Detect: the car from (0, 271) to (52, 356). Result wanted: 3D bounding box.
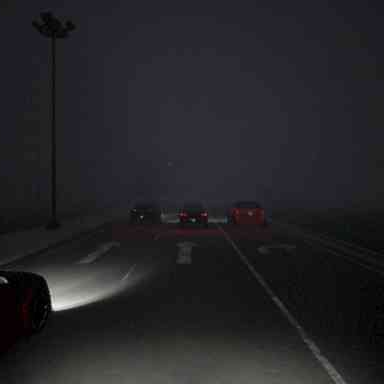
[{"bbox_3d":[-3.399,1.561,4.053,1.994,1.385,4.181,0,0,0],"label":"car"}]

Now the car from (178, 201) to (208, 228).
[{"bbox_3d":[0.084,1.513,22.112,1.812,1.442,4.674,0,0,0],"label":"car"}]

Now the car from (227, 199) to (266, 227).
[{"bbox_3d":[3.604,1.338,22.657,2.097,1.767,4.553,0,0,0],"label":"car"}]

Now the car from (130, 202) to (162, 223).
[{"bbox_3d":[-3.396,1.476,25.000,2.128,1.511,4.902,0,0,0],"label":"car"}]

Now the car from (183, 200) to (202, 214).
[{"bbox_3d":[0.085,1.579,35.763,1.895,1.301,4.718,0,0,0],"label":"car"}]
